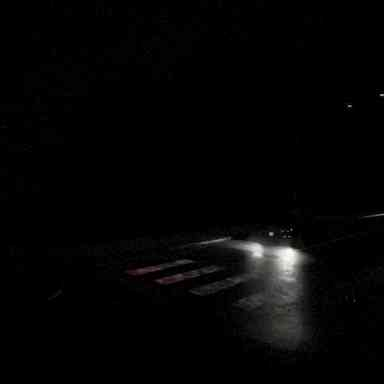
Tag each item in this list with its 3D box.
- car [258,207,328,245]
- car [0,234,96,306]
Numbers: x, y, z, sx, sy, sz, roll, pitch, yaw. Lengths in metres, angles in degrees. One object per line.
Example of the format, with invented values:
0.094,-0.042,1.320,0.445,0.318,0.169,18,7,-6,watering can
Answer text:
5.080,1.550,16.295,1.837,1.490,4.892,2,2,42,car
-4.296,1.524,6.028,1.895,1.301,4.718,1,1,42,car
